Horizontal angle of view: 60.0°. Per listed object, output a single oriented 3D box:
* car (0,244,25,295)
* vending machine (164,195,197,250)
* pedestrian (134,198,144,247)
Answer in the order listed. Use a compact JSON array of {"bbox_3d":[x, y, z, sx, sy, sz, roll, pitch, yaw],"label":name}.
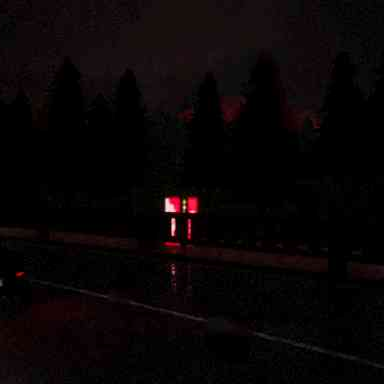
[{"bbox_3d":[-5.604,1.525,7.282,4.674,1.442,1.812,0,0,31],"label":"car"},{"bbox_3d":[-0.438,1.195,13.472,0.880,2.100,1.100,0,0,31],"label":"vending machine"},{"bbox_3d":[-1.984,1.141,12.698,0.375,1.860,0.375,0,0,31],"label":"pedestrian"}]
